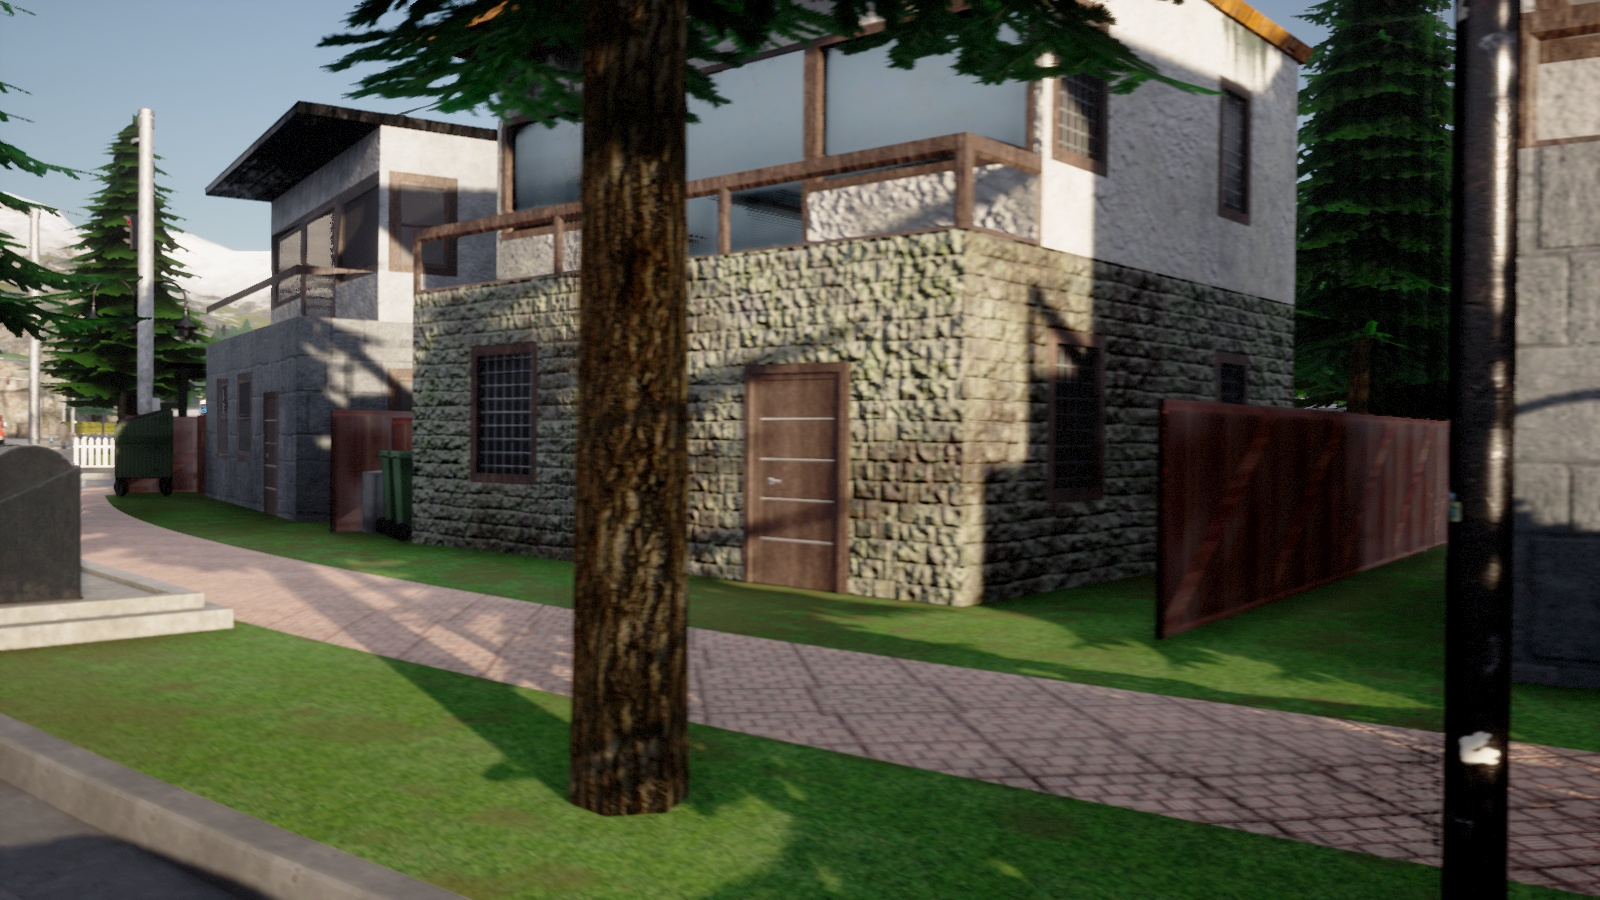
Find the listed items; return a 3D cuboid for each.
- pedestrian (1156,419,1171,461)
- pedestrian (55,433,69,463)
[{"bbox_3d":[16.247,-0.451,56.123,0.634,1.846,0.331,-1,1,-32],"label":"pedestrian"},{"bbox_3d":[-48.783,-0.135,82.961,0.659,1.952,0.873,-1,1,-39],"label":"pedestrian"}]
